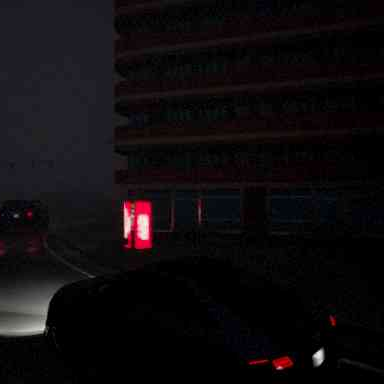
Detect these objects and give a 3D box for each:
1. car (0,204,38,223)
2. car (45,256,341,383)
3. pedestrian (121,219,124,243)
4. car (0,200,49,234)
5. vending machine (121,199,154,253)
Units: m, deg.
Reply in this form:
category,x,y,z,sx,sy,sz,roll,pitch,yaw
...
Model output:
category,x,y,z,sx,sy,sz,roll,pitch,yaw
car,-15.731,1.871,29.781,1.994,1.385,4.181,0,-1,-1
car,-0.264,1.619,4.590,4.181,1.385,1.994,-1,-1,41
pedestrian,-2.790,1.320,14.580,0.375,1.860,0.375,0,-1,-32
car,-10.893,1.513,21.882,2.150,2.045,5.566,0,-1,-15
vending machine,-2.264,1.363,13.845,1.100,2.100,0.880,0,-1,-34
